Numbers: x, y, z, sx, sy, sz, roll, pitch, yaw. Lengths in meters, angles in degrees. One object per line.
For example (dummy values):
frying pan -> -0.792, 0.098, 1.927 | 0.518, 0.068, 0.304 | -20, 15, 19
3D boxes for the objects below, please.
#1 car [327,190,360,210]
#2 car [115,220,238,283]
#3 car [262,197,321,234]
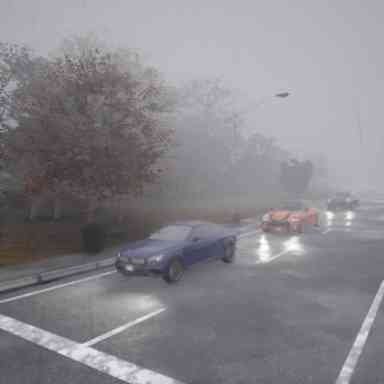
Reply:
car -> 13.752, 0.658, 30.213 | 2.097, 1.767, 4.553 | -2, 2, 35
car -> -0.225, 1.653, 10.422 | 1.812, 1.442, 4.674 | -2, 0, 37
car -> 5.640, 1.251, 18.729 | 2.097, 1.767, 4.553 | -2, 1, 35
